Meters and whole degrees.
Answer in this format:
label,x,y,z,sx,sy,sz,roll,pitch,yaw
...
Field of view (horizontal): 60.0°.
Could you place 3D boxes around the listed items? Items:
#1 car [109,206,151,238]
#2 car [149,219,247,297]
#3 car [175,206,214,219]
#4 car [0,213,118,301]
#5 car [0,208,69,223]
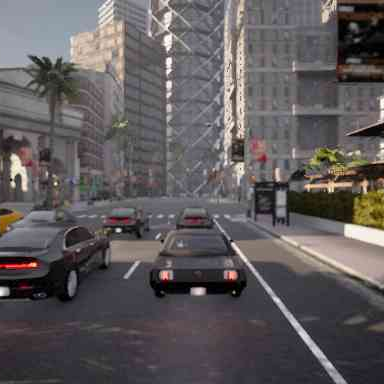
label,x,y,z,sx,sy,sz,roll,pitch,yaw
car,-3.361,1.503,17.676,1.837,1.490,4.892,0,0,0
car,0.123,1.600,8.528,1.895,1.301,4.718,0,0,0
car,0.138,1.504,17.791,1.837,1.490,4.892,0,0,0
car,-3.370,1.504,8.270,1.837,1.490,4.892,0,0,0
car,-6.977,1.524,15.932,1.812,1.442,4.674,0,0,0
